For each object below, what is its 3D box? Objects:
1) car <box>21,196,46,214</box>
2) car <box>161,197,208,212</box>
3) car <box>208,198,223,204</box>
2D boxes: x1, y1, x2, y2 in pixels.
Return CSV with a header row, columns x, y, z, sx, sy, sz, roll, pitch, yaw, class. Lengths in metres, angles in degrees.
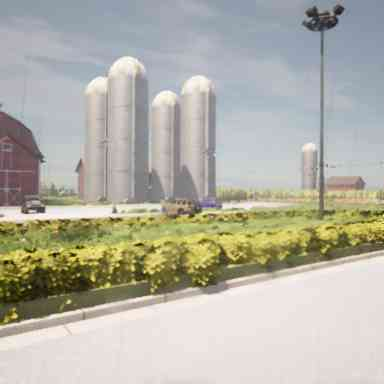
x,y,z,sx,sy,sz,roll,pitch,yaw,class
-16.998,1.362,35.537,1.905,1.878,3.866,1,0,-36,car
-0.974,1.438,30.767,1.932,1.855,4.605,1,0,-36,car
2.617,1.714,49.719,2.242,1.667,4.611,1,0,-36,car
